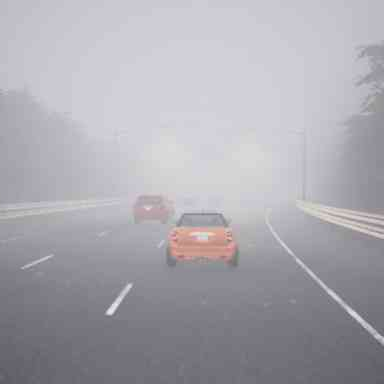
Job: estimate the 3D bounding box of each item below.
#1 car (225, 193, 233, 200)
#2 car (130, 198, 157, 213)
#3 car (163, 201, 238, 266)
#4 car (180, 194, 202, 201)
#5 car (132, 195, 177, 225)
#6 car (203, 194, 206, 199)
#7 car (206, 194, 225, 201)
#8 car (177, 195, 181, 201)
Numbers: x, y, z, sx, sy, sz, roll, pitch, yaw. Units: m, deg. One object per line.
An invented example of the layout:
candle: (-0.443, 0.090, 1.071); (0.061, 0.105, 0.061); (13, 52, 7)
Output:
car: (8.840, 1.423, 87.395); (1.895, 1.301, 4.718); (0, 0, 11)
car: (-5.278, 1.438, 36.564); (1.837, 1.490, 4.892); (0, 0, 5)
car: (0.355, 1.354, 11.680); (2.097, 1.767, 4.553); (0, 0, 1)
car: (-0.086, 1.405, 53.166); (2.128, 1.511, 4.902); (0, 0, 7)
car: (-2.647, 1.207, 24.013); (2.150, 2.045, 5.566); (0, 0, 3)
car: (4.867, 1.326, 85.315); (1.837, 1.490, 4.892); (0, 0, 11)
car: (4.271, 1.252, 60.146); (2.097, 1.767, 4.553); (0, 0, 8)
car: (-1.975, 1.377, 65.652); (1.837, 1.490, 4.892); (0, 0, 9)
